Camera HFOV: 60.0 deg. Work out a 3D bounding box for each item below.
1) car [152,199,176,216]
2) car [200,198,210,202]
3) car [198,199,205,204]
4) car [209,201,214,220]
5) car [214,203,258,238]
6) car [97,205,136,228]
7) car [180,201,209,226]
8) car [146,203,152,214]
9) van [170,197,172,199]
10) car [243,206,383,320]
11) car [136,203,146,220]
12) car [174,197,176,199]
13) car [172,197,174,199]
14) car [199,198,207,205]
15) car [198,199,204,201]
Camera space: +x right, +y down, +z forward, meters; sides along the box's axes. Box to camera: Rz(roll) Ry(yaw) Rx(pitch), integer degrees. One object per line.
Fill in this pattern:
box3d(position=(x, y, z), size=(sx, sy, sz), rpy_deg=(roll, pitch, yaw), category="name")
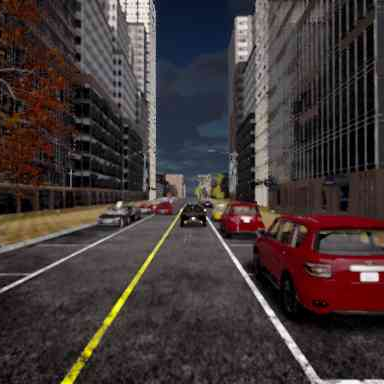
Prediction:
box3d(position=(-3.094, 1.874, 38.042), size=(1.882, 1.535, 5.008), rpy_deg=(0, -1, 0), category="car")
box3d(position=(2.693, 2.166, 58.659), size=(1.947, 1.339, 4.313), rpy_deg=(0, -1, 0), category="car")
box3d(position=(2.693, 2.509, 92.809), size=(1.802, 1.307, 4.206), rpy_deg=(0, -1, 0), category="car")
box3d(position=(2.693, 1.844, 30.370), size=(1.752, 1.417, 4.829), rpy_deg=(0, -1, 0), category="car")
box3d(position=(2.695, 1.515, 18.819), size=(2.192, 1.841, 5.009), rpy_deg=(0, -1, 0), category="car")
box3d(position=(-5.687, 1.810, 24.520), size=(2.008, 1.369, 4.403), rpy_deg=(0, -1, 0), category="car")
box3d(position=(0.101, 1.750, 25.833), size=(1.882, 1.535, 5.008), rpy_deg=(0, -1, 0), category="car")
box3d(position=(-5.687, 2.014, 41.595), size=(1.802, 1.307, 4.206), rpy_deg=(0, -1, 0), category="car")
box3d(position=(-5.686, 2.052, 70.059), size=(1.690, 1.788, 3.998), rpy_deg=(0, -1, 0), category="van")
box3d(position=(2.694, 1.396, 7.435), size=(2.192, 1.841, 5.009), rpy_deg=(0, -1, 0), category="car")
box3d(position=(-5.687, 1.884, 30.213), size=(1.947, 1.339, 4.313), rpy_deg=(0, -1, 0), category="car")
box3d(position=(-5.686, 2.368, 92.824), size=(1.967, 1.590, 4.097), rpy_deg=(0, -1, 0), category="car")
box3d(position=(-5.687, 2.348, 75.748), size=(1.802, 1.307, 4.206), rpy_deg=(0, -1, 0), category="car")
box3d(position=(2.694, 2.260, 81.426), size=(1.967, 1.590, 4.097), rpy_deg=(0, -1, 0), category="car")
box3d(position=(0.100, 1.945, 42.572), size=(2.163, 1.488, 4.792), rpy_deg=(0, -1, 0), category="car")
